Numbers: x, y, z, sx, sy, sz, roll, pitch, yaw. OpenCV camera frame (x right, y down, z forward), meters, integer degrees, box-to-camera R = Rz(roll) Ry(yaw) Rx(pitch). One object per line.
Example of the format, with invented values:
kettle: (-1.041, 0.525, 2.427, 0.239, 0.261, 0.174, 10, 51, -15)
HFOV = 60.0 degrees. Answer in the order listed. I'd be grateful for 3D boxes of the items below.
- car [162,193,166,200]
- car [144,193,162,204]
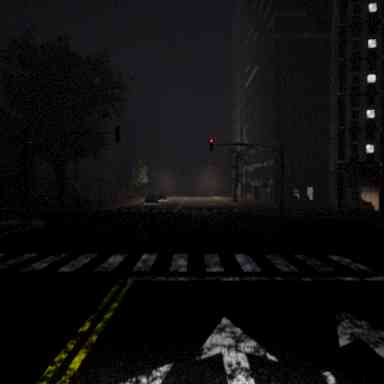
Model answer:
car: (-6.422, 0.992, 69.270, 1.994, 1.385, 4.181, 0, 0, 0)
car: (-6.440, 1.113, 53.564, 2.033, 1.411, 5.357, 0, 1, 0)
